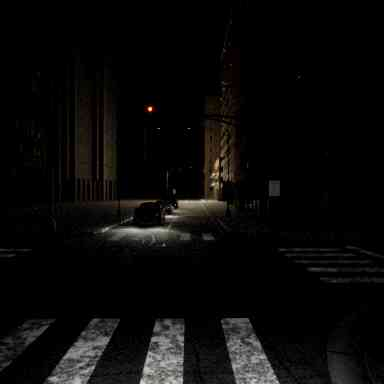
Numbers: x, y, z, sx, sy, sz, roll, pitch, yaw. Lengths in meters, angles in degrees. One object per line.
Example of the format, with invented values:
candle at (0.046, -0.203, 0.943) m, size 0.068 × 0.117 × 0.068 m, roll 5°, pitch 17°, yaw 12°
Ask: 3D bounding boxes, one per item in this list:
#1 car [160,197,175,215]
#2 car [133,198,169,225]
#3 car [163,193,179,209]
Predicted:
car at (-3.036, 1.527, 34.412) m, size 1.812 × 1.442 × 4.674 m, roll 0°, pitch 0°, yaw 0°
car at (-3.053, 1.479, 24.448) m, size 1.882 × 1.535 × 5.008 m, roll 0°, pitch 0°, yaw 0°
car at (-3.001, 1.222, 45.122) m, size 2.150 × 2.045 × 5.566 m, roll 0°, pitch 0°, yaw 1°
